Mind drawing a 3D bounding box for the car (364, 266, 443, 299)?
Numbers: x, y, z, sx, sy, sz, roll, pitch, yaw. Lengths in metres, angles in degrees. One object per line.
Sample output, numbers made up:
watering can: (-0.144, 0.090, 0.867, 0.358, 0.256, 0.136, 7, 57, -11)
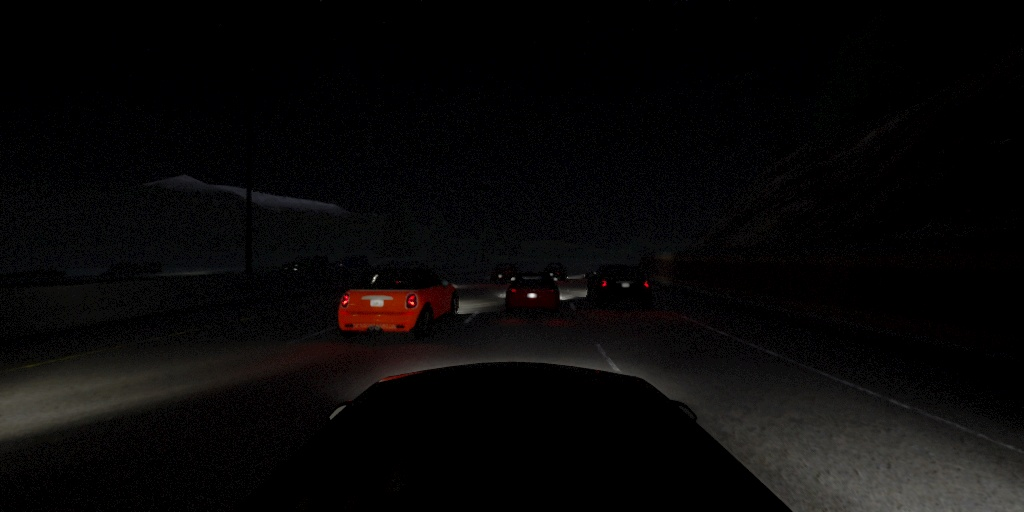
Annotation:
car: (-5.610, 1.307, 19.425, 2.033, 1.411, 5.357, 0, 0, 8)

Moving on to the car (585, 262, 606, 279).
car: (7.979, 1.347, 34.024, 1.812, 1.442, 4.674, 0, 0, 15)

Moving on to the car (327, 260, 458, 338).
car: (-2.974, 1.106, 10.365, 2.097, 1.767, 4.553, 0, 0, 3)

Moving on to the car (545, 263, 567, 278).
car: (3.752, 1.331, 31.492, 1.812, 1.442, 4.674, 0, 0, 13)

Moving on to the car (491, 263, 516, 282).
car: (-0.428, 1.314, 28.794, 1.812, 1.442, 4.674, 0, 0, 11)

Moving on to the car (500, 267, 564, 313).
car: (0.880, 1.335, 14.329, 1.994, 1.385, 4.181, 0, 0, 5)

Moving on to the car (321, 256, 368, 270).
car: (-19.056, 0.974, 41.983, 2.150, 2.045, 5.566, 0, 0, 15)

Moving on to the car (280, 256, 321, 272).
car: (-23.077, 0.960, 40.367, 2.150, 2.045, 5.566, 0, 0, 14)

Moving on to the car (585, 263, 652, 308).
car: (4.546, 1.136, 15.732, 2.097, 1.767, 4.553, 0, 0, 6)
